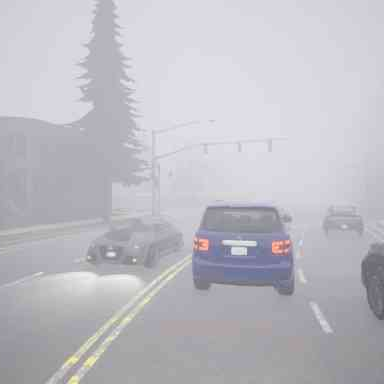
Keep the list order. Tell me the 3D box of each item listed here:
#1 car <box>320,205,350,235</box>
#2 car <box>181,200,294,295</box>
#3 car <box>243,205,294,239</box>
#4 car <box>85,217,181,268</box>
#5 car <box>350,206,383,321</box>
[{"bbox_3d":[8.325,1.491,18.617,2.128,1.511,4.902,0,0,20],"label":"car"},{"bbox_3d":[1.489,1.221,8.990,2.150,2.045,5.566,0,0,13],"label":"car"},{"bbox_3d":[4.474,1.547,18.731,2.033,1.411,5.357,0,0,21],"label":"car"},{"bbox_3d":[-1.745,1.564,11.266,1.994,1.385,4.181,0,0,16],"label":"car"},{"bbox_3d":[4.105,1.225,4.000,2.150,2.045,5.566,0,0,6],"label":"car"}]
